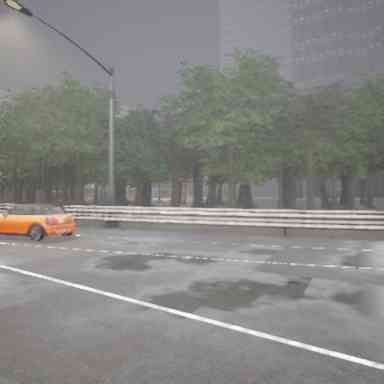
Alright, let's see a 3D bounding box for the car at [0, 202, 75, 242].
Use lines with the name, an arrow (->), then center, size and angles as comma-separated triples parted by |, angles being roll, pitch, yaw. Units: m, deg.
car -> -8.158, 1.379, 16.675 | 4.553, 1.767, 2.097 | 0, 0, 24
